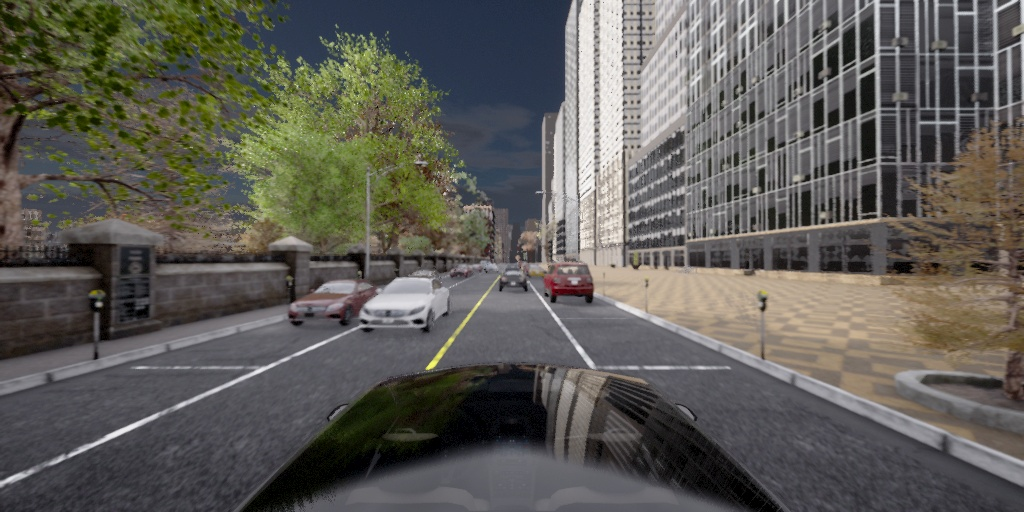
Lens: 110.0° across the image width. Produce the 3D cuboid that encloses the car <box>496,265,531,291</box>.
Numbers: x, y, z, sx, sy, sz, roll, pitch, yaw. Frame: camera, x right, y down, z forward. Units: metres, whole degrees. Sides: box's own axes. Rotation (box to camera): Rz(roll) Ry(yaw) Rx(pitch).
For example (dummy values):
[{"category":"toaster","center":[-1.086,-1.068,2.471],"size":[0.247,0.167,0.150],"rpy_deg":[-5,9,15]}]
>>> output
[{"category":"car","center":[0.084,1.521,24.045],"size":[1.812,1.442,4.674],"rpy_deg":[0,-1,0]}]

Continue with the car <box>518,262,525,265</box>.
[{"category":"car","center":[0.085,1.720,40.022],"size":[2.033,1.411,5.357],"rpy_deg":[0,-1,0]}]

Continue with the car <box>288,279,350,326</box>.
[{"category":"car","center":[-5.692,1.447,12.158],"size":[1.802,1.307,4.207],"rpy_deg":[0,0,0]}]

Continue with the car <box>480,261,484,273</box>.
[{"category":"car","center":[-5.693,1.959,57.211],"size":[1.802,1.307,4.207],"rpy_deg":[0,0,0]}]

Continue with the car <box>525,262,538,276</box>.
[{"category":"car","center":[2.688,1.701,40.488],"size":[1.751,1.417,4.829],"rpy_deg":[0,0,0]}]

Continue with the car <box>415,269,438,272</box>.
[{"category":"car","center":[-5.693,1.539,23.423],"size":[2.007,1.370,4.403],"rpy_deg":[0,0,0]}]

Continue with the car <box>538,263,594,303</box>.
[{"category":"car","center":[2.688,1.242,17.790],"size":[2.192,1.841,5.009],"rpy_deg":[0,0,0]}]

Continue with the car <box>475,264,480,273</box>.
[{"category":"car","center":[-5.692,1.791,45.949],"size":[2.007,1.370,4.403],"rpy_deg":[0,0,0]}]

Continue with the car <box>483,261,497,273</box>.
[{"category":"car","center":[-3.002,1.906,54.441],"size":[1.812,1.442,4.674],"rpy_deg":[0,-1,0]}]

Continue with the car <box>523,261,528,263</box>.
[{"category":"car","center":[2.688,1.680,45.949],"size":[1.967,1.591,4.097],"rpy_deg":[0,0,0]}]

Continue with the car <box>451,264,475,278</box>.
[{"category":"car","center":[-5.693,1.615,40.318],"size":[1.967,1.591,4.097],"rpy_deg":[0,0,0]}]

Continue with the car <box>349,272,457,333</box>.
[{"category":"car","center":[-3.102,1.381,11.309],"size":[1.812,1.442,4.674],"rpy_deg":[0,-1,0]}]
